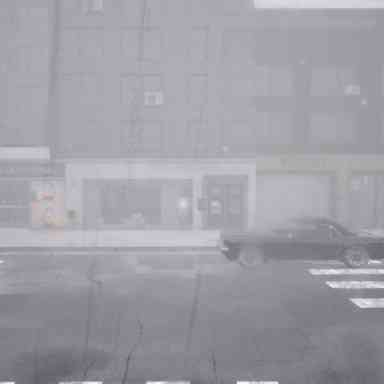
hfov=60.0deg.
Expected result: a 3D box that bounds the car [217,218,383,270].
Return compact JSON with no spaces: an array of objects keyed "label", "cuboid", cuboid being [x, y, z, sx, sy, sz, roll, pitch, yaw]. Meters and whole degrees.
[{"label":"car","cuboid":[3.105,1.446,9.874,4.718,1.301,1.895,0,1,0]}]
